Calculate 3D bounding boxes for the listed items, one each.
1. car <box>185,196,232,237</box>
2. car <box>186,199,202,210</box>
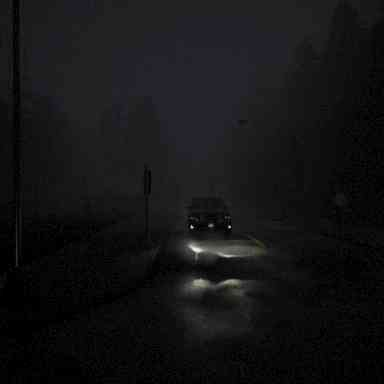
[{"bbox_3d":[0.840,1.255,18.621,2.150,2.045,5.566,0,0,-1],"label":"car"},{"bbox_3d":[0.170,1.652,45.723,2.033,1.411,5.357,0,0,-1],"label":"car"}]
